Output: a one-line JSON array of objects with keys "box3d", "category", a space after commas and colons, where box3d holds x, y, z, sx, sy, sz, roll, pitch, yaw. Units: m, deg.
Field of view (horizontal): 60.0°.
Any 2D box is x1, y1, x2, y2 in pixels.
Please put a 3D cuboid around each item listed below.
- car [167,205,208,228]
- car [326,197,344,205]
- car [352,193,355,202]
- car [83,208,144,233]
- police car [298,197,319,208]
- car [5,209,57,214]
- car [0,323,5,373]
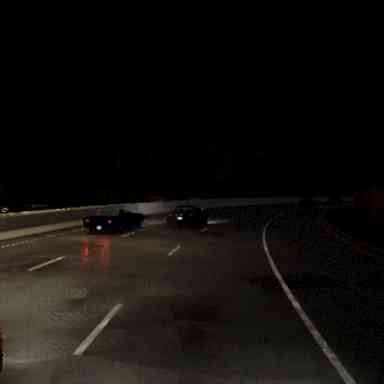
[{"box3d": [-0.224, 1.570, 22.259, 1.994, 1.385, 4.181, 0, 0, 14], "category": "car"}, {"box3d": [27.065, 1.651, 62.812, 4.181, 1.385, 1.994, 0, 0, -44], "category": "car"}, {"box3d": [36.395, 1.218, 70.730, 5.566, 2.045, 2.150, 0, 0, -35], "category": "car"}, {"box3d": [-4.463, 1.592, 19.841, 1.895, 1.301, 4.718, 0, 0, 12], "category": "car"}, {"box3d": [17.432, 1.497, 49.562, 1.930, 1.638, 5.238, 0, 0, 35], "category": "police car"}, {"box3d": [-11.027, 1.571, 23.287, 1.895, 1.301, 4.718, 0, 0, 14], "category": "car"}, {"box3d": [-3.223, 1.342, 1.950, 2.097, 1.767, 4.553, 0, 0, 1], "category": "car"}]
